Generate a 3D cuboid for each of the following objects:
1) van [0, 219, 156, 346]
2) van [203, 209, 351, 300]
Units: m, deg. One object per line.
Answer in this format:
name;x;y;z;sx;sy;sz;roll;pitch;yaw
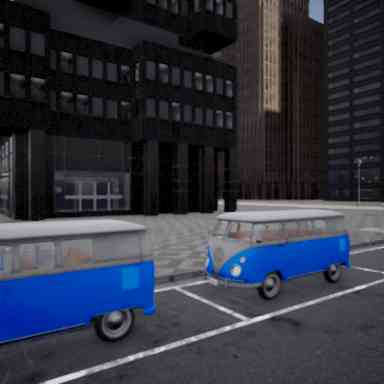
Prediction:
van;-2.487;1.340;4.875;3.998;1.788;1.690;0;0;-35
van;2.166;1.345;8.128;3.998;1.788;1.690;0;0;-35
